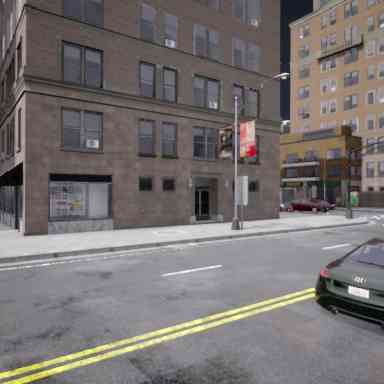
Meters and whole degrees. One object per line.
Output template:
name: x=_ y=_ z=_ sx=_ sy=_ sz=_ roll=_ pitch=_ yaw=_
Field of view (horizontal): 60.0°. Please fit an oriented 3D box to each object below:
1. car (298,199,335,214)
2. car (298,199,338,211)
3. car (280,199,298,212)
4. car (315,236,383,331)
car: x=12.711 y=1.499 z=36.755 sx=1.882 sy=1.535 sz=5.008 roll=0 pitch=0 yaw=-35
car: x=15.822 y=1.612 z=41.880 sx=1.947 sy=1.339 sz=4.313 roll=0 pitch=0 yaw=-35
car: x=9.250 y=1.448 z=37.275 sx=1.967 sy=1.590 sz=4.097 roll=0 pitch=0 yaw=-35
car: x=4.303 y=1.571 z=6.481 sx=4.181 sy=1.385 sz=1.994 roll=0 pitch=0 yaw=-35
